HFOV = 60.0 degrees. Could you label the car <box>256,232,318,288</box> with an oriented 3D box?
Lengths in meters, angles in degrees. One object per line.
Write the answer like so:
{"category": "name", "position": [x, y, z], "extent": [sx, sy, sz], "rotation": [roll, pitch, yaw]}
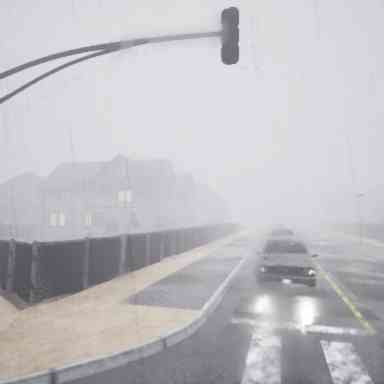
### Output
{"category": "car", "position": [3.497, 2.423, 12.312], "extent": [2.033, 1.411, 5.357], "rotation": [-1, -4, 16]}

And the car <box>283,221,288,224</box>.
{"category": "car", "position": [10.687, 4.562, 39.912], "extent": [2.033, 1.411, 5.357], "rotation": [-1, -5, 15]}

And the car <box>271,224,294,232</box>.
{"category": "car", "position": [6.002, 3.124, 22.035], "extent": [1.837, 1.490, 4.892], "rotation": [-1, -4, 14]}
